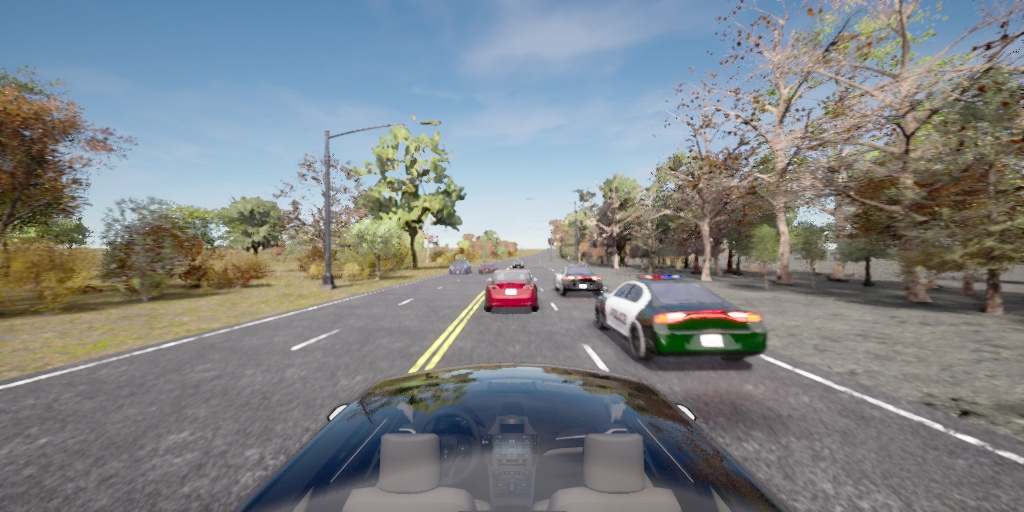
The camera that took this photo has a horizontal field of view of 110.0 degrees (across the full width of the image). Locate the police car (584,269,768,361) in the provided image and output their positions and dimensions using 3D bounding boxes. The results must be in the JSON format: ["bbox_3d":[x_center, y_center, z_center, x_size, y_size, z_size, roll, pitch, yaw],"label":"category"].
[{"bbox_3d":[3.250,1.216,8.228,2.038,1.542,4.974,-1,-1,0],"label":"police car"}]

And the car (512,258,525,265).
[{"bbox_3d":[0.966,1.343,55.236,1.895,1.301,4.718,-1,1,2],"label":"car"}]

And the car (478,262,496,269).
[{"bbox_3d":[-2.760,1.383,41.944,1.994,1.385,4.181,-1,0,1],"label":"car"}]

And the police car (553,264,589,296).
[{"bbox_3d":[3.337,1.231,19.195,2.038,1.542,4.974,-1,-1,1],"label":"police car"}]

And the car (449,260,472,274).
[{"bbox_3d":[-6.005,1.230,42.214,2.097,1.767,4.553,-1,0,1],"label":"car"}]

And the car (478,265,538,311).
[{"bbox_3d":[0.003,1.282,14.677,2.163,1.488,4.792,-1,0,1],"label":"car"}]
